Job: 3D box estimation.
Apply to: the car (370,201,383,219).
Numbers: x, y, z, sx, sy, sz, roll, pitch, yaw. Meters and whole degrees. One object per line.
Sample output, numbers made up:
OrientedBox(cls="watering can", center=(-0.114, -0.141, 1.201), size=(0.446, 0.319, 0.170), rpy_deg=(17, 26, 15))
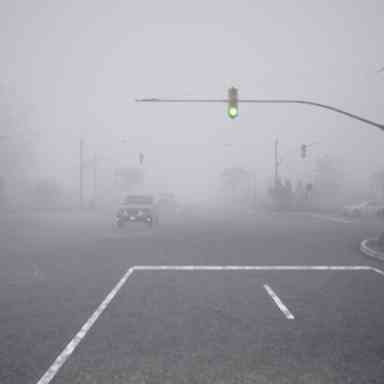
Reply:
OrientedBox(cls="car", center=(16.899, 1.545, 25.949), size=(4.718, 1.301, 1.895), rpy_deg=(0, 0, -6))

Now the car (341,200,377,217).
OrientedBox(cls="car", center=(15.626, 1.463, 29.411), size=(4.674, 1.442, 1.812), rpy_deg=(0, 0, -2))

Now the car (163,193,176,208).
OrientedBox(cls="car", center=(-3.462, 1.107, 47.623), size=(2.150, 2.045, 5.566), rpy_deg=(0, 0, 1))

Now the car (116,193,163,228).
OrientedBox(cls="car", center=(-3.486, 1.179, 22.319), size=(2.150, 2.045, 5.566), rpy_deg=(0, 0, 0))
